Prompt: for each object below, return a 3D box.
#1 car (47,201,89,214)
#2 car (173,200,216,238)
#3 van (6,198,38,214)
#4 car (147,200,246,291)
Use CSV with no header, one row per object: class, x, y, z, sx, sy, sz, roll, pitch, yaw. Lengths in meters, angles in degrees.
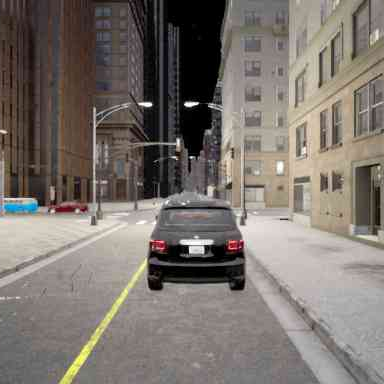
car,-13.926,1.723,37.508,4.507,1.381,1.887,-1,0,0
car,0.121,1.356,18.618,2.097,1.767,4.553,0,0,0
van,-19.553,1.587,37.536,3.998,1.788,1.690,-1,0,0
car,0.113,1.223,9.169,2.150,2.045,5.566,0,0,0
